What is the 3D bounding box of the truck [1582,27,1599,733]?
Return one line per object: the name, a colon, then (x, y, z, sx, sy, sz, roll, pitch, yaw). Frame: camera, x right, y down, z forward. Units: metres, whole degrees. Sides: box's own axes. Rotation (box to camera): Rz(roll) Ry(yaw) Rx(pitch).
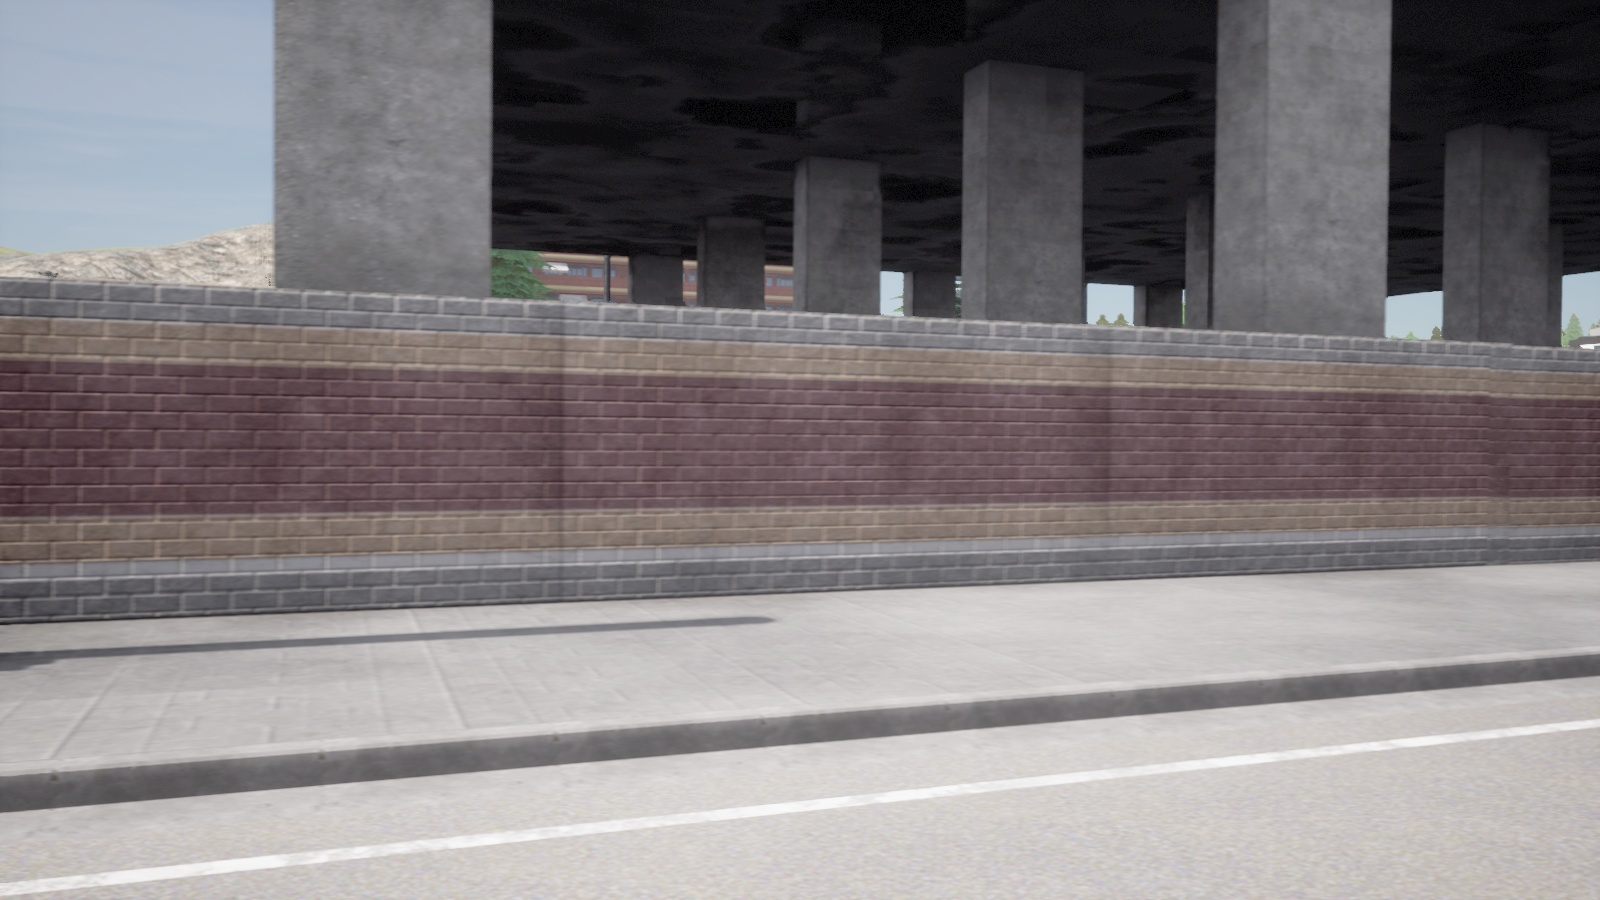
truck: (8.117, -0.388, 6.317, 7.936, 3.462, 2.891, -1, 1, -21)
